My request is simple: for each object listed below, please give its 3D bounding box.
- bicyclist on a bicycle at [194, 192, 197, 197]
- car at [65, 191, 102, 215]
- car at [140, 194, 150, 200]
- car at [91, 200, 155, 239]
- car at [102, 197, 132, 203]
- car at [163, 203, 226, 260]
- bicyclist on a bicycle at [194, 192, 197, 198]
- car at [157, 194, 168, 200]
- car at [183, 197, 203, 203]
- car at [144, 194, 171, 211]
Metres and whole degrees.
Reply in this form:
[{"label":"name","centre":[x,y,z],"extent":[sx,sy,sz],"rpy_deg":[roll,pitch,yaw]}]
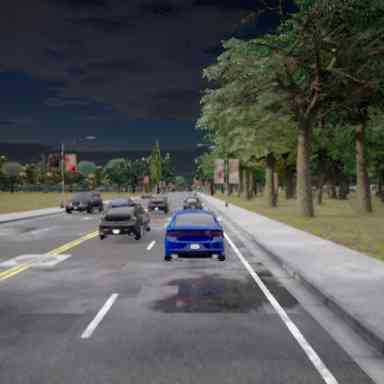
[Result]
[{"label":"bicyclist on a bicycle","centre":[0.891,0.818,81.883],"extent":[0.582,1.620,1.656],"rpy_deg":[0,0,0]},{"label":"car","centre":[-9.851,0.961,30.900],"extent":[2.150,2.045,5.566],"rpy_deg":[0,1,0]},{"label":"car","centre":[-9.753,1.010,70.659],"extent":[1.895,1.301,4.718],"rpy_deg":[0,0,0]},{"label":"car","centre":[-3.154,1.362,16.255],"extent":[1.837,1.490,4.892],"rpy_deg":[0,1,0]},{"label":"car","centre":[-6.599,1.216,31.205],"extent":[1.882,1.535,5.008],"rpy_deg":[0,0,0]},{"label":"car","centre":[0.089,1.371,11.966],"extent":[1.882,1.535,5.008],"rpy_deg":[0,1,0]},{"label":"bicyclist on a bicycle","centre":[0.885,0.743,90.881],"extent":[0.866,1.612,1.509],"rpy_deg":[0,0,0]},{"label":"car","centre":[-6.504,1.012,73.299],"extent":[1.895,1.301,4.718],"rpy_deg":[0,0,0]},{"label":"car","centre":[0.096,1.250,32.950],"extent":[1.812,1.442,4.674],"rpy_deg":[0,0,0]},{"label":"car","centre":[-3.155,1.236,32.101],"extent":[1.837,1.490,4.892],"rpy_deg":[0,0,0]}]
